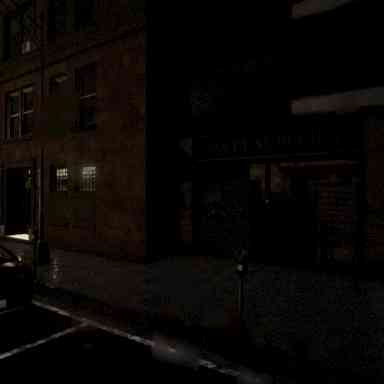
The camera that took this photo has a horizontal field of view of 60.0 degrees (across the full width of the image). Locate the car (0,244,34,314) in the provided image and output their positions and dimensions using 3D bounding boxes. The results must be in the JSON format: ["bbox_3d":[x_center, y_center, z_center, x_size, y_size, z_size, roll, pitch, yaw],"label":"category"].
[{"bbox_3d":[-4.827,1.550,6.510,4.403,1.369,2.008,0,0,35],"label":"car"}]
